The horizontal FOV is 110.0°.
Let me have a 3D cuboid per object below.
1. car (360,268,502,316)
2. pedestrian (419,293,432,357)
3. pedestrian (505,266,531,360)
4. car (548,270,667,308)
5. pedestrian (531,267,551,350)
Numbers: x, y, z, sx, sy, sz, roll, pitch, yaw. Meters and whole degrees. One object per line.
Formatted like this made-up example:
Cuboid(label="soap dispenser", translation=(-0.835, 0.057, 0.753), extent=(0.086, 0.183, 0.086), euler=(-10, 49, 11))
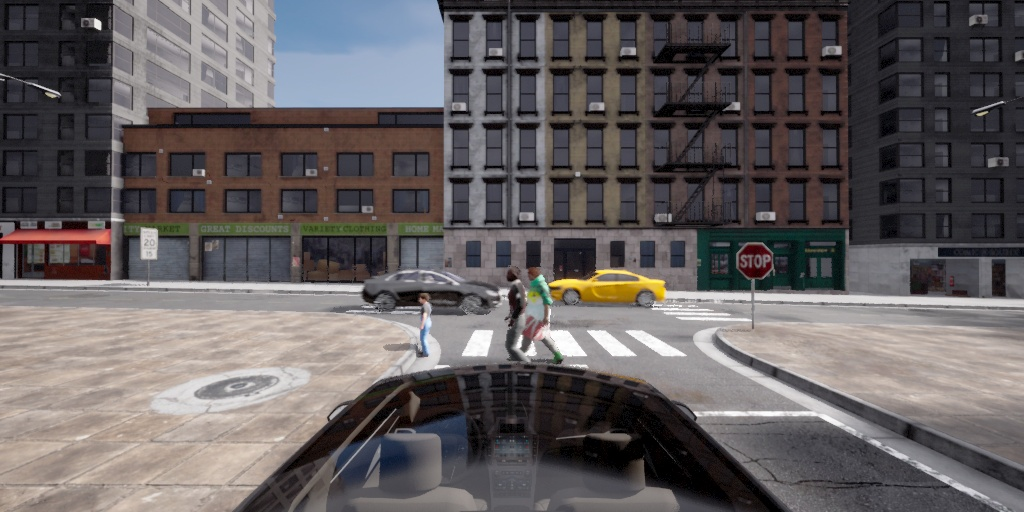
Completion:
Cuboid(label="car", translation=(-2.810, 1.203, 12.785), extent=(4.902, 1.511, 2.128), euler=(1, 0, 0))
Cuboid(label="pedestrian", translation=(-1.724, 1.324, 7.165), extent=(0.375, 1.300, 0.375), euler=(0, 0, 0))
Cuboid(label="pedestrian", translation=(0.065, 1.044, 5.892), extent=(0.375, 1.860, 0.375), euler=(0, 0, 0))
Cuboid(label="car", translation=(4.093, 1.356, 15.713), extent=(5.008, 1.535, 1.882), euler=(1, 0, 0))
Cuboid(label="pedestrian", translation=(0.442, 1.044, 6.528), extent=(0.375, 1.860, 0.375), euler=(0, 0, 0))
